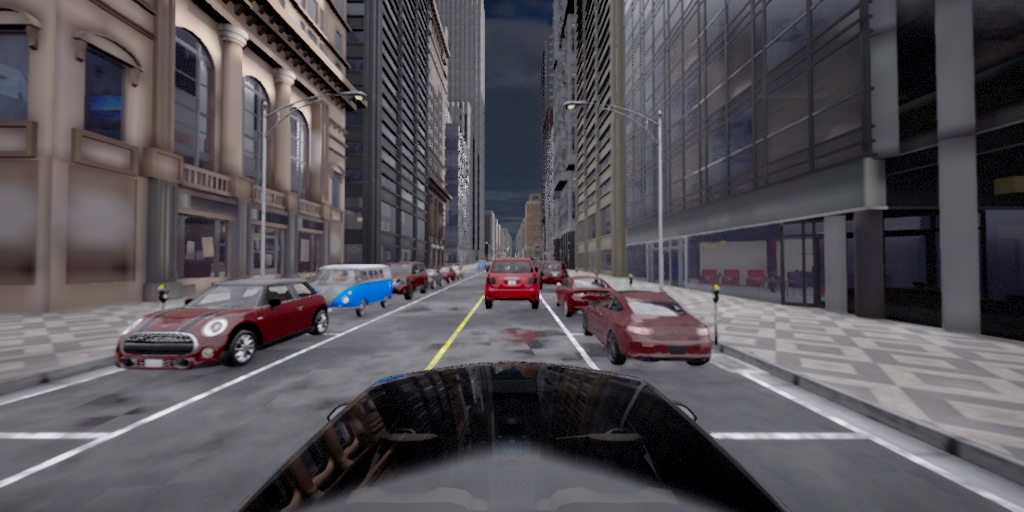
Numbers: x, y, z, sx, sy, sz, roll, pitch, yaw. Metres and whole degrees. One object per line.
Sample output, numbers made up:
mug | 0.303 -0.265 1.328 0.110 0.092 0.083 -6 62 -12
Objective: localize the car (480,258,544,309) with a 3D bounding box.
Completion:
car | 0.001 1.099 15.889 2.150 2.045 5.566 0 0 0

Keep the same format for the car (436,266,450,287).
car | -5.857 1.514 24.727 2.007 1.370 4.403 0 0 0

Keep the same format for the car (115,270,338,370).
car | -5.857 1.247 7.854 1.967 1.591 4.097 0 0 0

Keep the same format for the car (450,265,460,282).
car | -5.857 1.559 30.351 1.888 1.381 4.507 0 0 0

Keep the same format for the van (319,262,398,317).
van | -5.857 1.200 13.478 1.690 1.789 3.998 0 0 0

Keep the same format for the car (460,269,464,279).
car | -5.857 1.590 35.806 1.751 1.417 4.829 0 0 0

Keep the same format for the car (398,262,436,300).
car | -5.857 1.226 19.103 2.192 1.841 5.009 0 0 0

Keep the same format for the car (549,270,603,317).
car | 2.669 1.405 13.474 1.888 1.381 4.507 0 0 0

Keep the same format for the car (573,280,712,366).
car | 2.669 1.390 7.850 1.802 1.307 4.207 0 0 0

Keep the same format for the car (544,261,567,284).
car | 2.669 1.278 24.723 2.192 1.841 5.009 0 0 0
